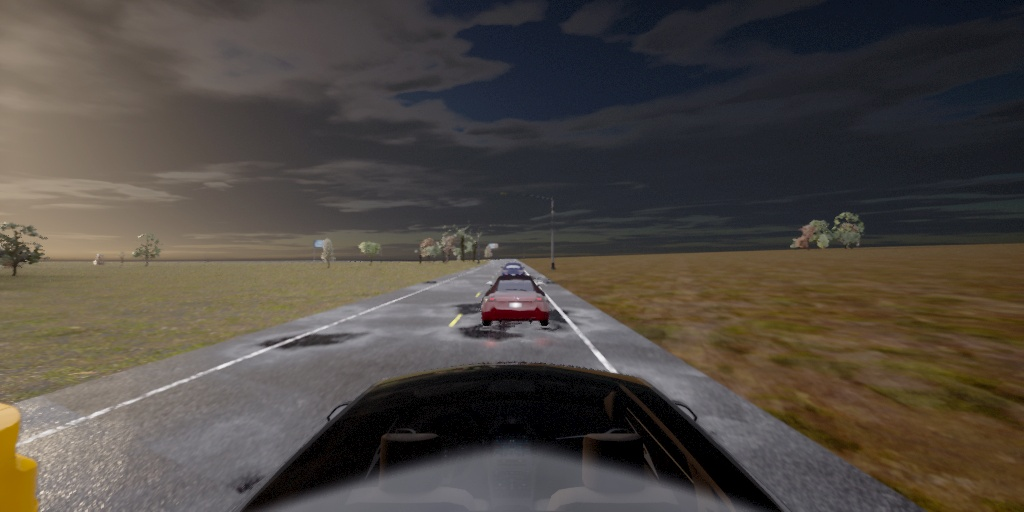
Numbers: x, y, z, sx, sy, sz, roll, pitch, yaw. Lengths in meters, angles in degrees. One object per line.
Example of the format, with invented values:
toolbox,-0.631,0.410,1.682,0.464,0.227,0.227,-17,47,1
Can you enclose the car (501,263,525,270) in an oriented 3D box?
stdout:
car,0.096,1.293,29.537,1.812,1.442,4.674,0,0,0

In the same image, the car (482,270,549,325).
car,0.100,1.320,11.855,1.994,1.385,4.181,0,0,0
